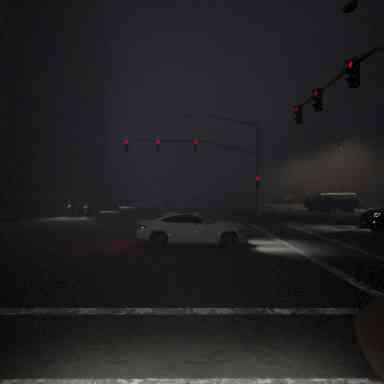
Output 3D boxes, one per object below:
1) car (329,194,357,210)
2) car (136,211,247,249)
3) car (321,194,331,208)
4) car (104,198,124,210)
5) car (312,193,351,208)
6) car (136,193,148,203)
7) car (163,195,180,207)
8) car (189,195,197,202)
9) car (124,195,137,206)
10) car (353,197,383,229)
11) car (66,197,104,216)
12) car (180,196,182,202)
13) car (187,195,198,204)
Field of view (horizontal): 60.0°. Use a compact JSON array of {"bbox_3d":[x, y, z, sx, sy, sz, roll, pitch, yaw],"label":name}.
[{"bbox_3d":[21.805,1.451,46.599,3.806,1.475,1.970,0,0,1],"label":"car"},{"bbox_3d":[-0.028,1.553,14.196,4.674,1.442,1.812,0,0,1],"label":"car"},{"bbox_3d":[21.847,1.419,49.494,3.905,1.438,1.784,0,0,1],"label":"car"},{"bbox_3d":[-10.609,1.547,42.353,2.033,1.411,5.357,0,0,0],"label":"car"},{"bbox_3d":[21.834,1.209,52.178,4.605,1.855,1.932,0,0,1],"label":"car"},{"bbox_3d":[-10.353,1.221,67.417,2.150,2.045,5.566,0,0,1],"label":"car"},{"bbox_3d":[-3.358,1.564,50.856,1.994,1.385,4.181,0,0,0],"label":"car"},{"bbox_3d":[0.206,1.362,73.820,1.837,1.490,4.892,0,0,0],"label":"car"},{"bbox_3d":[-10.526,1.564,52.577,1.994,1.385,4.181,0,0,1],"label":"car"},{"bbox_3d":[13.263,1.407,21.255,4.553,1.767,2.097,0,0,1],"label":"car"},{"bbox_3d":[-10.673,1.352,32.854,2.097,1.767,4.553,0,0,0],"label":"car"},{"bbox_3d":[-3.296,1.355,73.415,2.097,1.767,4.553,0,0,0],"label":"car"},{"bbox_3d":[0.133,1.352,63.691,2.097,1.767,4.553,0,0,0],"label":"car"}]
